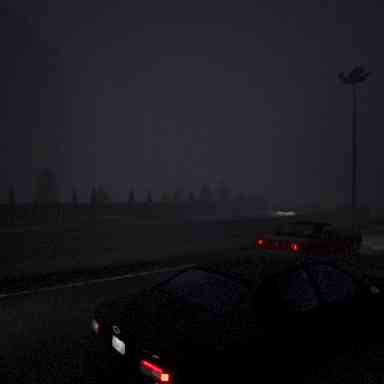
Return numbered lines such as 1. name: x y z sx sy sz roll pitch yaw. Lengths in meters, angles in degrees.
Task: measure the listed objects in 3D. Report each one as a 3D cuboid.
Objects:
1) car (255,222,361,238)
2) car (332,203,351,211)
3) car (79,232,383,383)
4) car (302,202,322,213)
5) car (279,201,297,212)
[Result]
1. car: 4.434 1.743 12.178 4.718 1.301 1.895 1 -1 -42
2. car: 19.061 2.085 42.306 1.994 1.385 4.181 0 -1 28
3. car: 1.235 1.600 4.869 5.357 1.411 2.033 1 -1 -38
4. car: 15.664 1.998 43.365 2.128 1.511 4.902 0 -1 29
5. car: 13.697 2.051 47.095 1.812 1.442 4.674 0 -1 27
